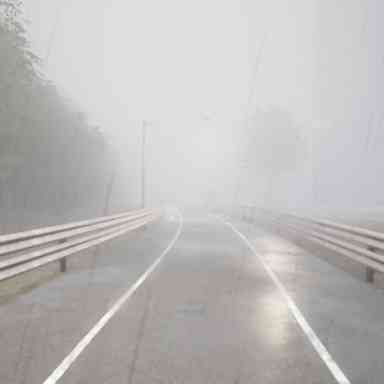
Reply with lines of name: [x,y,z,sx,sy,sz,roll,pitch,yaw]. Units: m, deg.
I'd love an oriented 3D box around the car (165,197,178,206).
car: [-4.122,1.683,63.688,2.097,1.767,4.553,0,0,-16]
